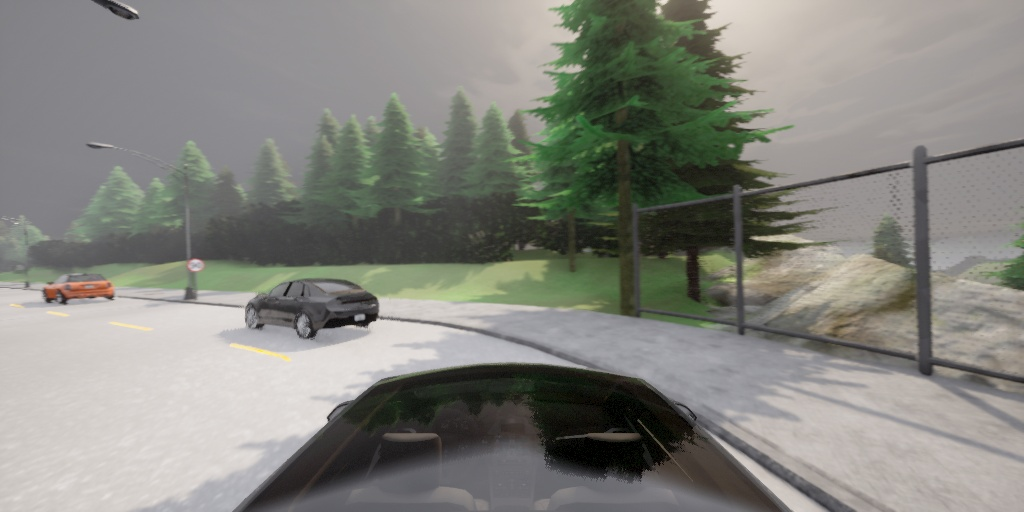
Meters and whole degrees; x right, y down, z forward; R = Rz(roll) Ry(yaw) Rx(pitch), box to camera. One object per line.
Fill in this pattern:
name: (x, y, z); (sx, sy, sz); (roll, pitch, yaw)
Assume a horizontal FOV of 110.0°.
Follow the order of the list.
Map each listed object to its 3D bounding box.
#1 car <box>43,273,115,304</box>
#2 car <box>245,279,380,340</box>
car: (-26.143, 1.849, 21.613); (4.553, 1.767, 2.097); (-2, 0, 29)
car: (-6.029, 1.422, 10.671); (4.892, 1.490, 1.837); (-2, -1, 32)
